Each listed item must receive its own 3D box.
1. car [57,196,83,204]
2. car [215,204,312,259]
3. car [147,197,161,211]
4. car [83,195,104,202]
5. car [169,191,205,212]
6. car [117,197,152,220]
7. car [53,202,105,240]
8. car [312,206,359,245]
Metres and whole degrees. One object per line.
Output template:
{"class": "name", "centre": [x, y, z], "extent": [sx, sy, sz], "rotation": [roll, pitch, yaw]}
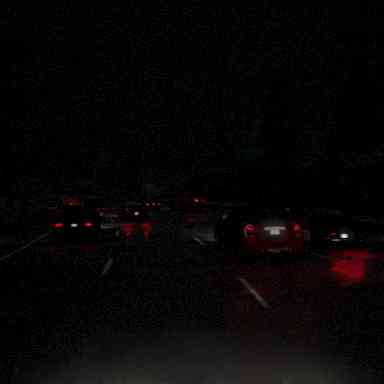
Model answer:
{"class": "car", "centre": [-14.695, 1.189, 39.178], "extent": [1.882, 1.535, 5.008], "rotation": [0, 0, -30]}
{"class": "car", "centre": [2.258, 1.257, 12.397], "extent": [2.097, 1.767, 4.553], "rotation": [0, 0, -8]}
{"class": "car", "centre": [-4.973, 1.279, 35.944], "extent": [2.033, 1.411, 5.357], "rotation": [0, 0, -26]}
{"class": "car", "centre": [-12.691, 1.163, 42.558], "extent": [1.882, 1.535, 5.008], "rotation": [0, 0, -31]}
{"class": "car", "centre": [-0.630, 0.954, 34.751], "extent": [2.150, 2.045, 5.566], "rotation": [0, 0, -24]}
{"class": "car", "centre": [-4.658, 1.334, 25.720], "extent": [1.812, 1.442, 4.674], "rotation": [0, 0, -18]}
{"class": "car", "centre": [-5.493, 1.426, 16.348], "extent": [2.033, 1.411, 5.357], "rotation": [0, 0, -13]}
{"class": "car", "centre": [5.335, 1.389, 15.002], "extent": [1.837, 1.490, 4.892], "rotation": [0, 0, -10]}
